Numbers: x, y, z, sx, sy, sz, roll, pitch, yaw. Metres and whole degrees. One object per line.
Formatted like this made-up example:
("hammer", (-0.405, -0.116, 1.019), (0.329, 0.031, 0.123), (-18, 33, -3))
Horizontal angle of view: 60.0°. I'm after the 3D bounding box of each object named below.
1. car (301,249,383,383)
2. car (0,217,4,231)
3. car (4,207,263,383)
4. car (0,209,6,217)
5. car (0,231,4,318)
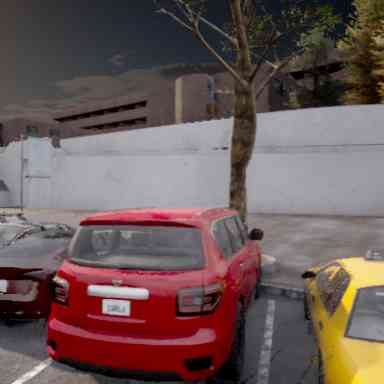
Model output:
("car", (2.457, 1.489, 4.258), (1.946, 1.575, 5.366), (-1, -1, 15))
("car", (-4.924, 1.596, 9.300), (2.231, 1.521, 4.892), (0, -1, 15))
("car", (-0.033, 1.273, 5.852), (2.435, 2.045, 5.566), (-1, -1, 15))
("car", (-7.364, 1.507, 11.065), (2.185, 1.767, 4.553), (0, -1, 15))
("car", (-2.480, 1.588, 7.587), (2.163, 1.488, 4.792), (-1, -1, 15))
